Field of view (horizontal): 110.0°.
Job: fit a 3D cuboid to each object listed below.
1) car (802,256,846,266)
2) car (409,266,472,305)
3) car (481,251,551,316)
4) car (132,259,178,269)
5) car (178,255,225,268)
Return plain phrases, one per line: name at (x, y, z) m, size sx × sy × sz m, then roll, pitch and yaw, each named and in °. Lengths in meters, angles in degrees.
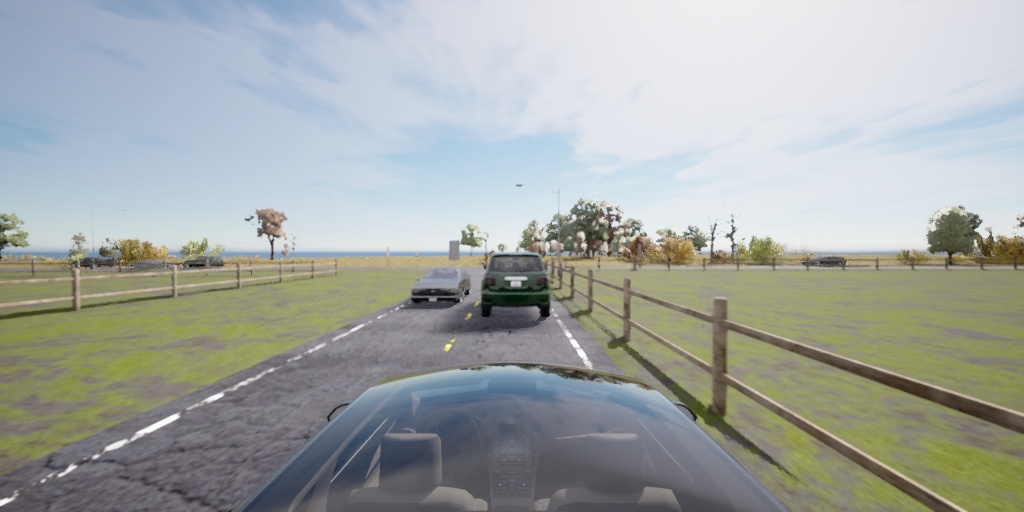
car at (41.712, 0.704, 48.030) m, size 4.892 × 1.490 × 1.837 m, roll 0°, pitch 1°, yaw 1°
car at (-2.829, 1.158, 15.505) m, size 2.033 × 1.411 × 5.357 m, roll 0°, pitch 1°, yaw 0°
car at (0.118, 0.859, 12.894) m, size 2.150 × 2.045 × 5.566 m, roll 0°, pitch 1°, yaw 0°
car at (-45.537, 1.031, 46.026) m, size 4.718 × 1.301 × 1.895 m, roll 0°, pitch 1°, yaw 1°
car at (-41.863, 0.739, 48.774) m, size 4.553 × 1.767 × 2.097 m, roll 0°, pitch 1°, yaw 1°
